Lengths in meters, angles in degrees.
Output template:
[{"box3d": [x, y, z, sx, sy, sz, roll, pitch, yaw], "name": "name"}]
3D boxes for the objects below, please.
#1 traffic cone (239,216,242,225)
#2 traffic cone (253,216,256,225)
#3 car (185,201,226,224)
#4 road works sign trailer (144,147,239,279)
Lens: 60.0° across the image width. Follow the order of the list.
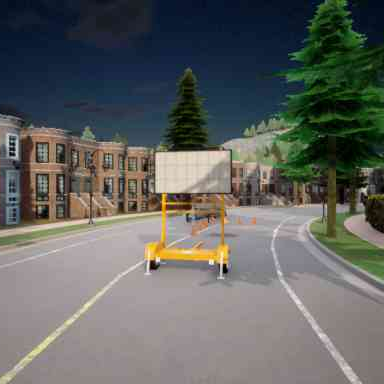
[{"box3d": [3.266, 1.954, 22.776, 0.340, 0.580, 0.340, 0, 0, 12], "name": "traffic cone"}, {"box3d": [4.243, 1.955, 22.569, 0.340, 0.580, 0.340, 0, 0, 12], "name": "traffic cone"}, {"box3d": [1.097, 1.504, 25.124, 1.837, 1.490, 4.892, 0, 0, 24], "name": "car"}, {"box3d": [0.058, 0.464, 10.169, 2.380, 3.560, 2.880, 0, 0, 12], "name": "road works sign trailer"}]
